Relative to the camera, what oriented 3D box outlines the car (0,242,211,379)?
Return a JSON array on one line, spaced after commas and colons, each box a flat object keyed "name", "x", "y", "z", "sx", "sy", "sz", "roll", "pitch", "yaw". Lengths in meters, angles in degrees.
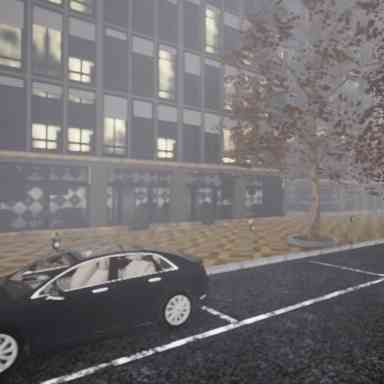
[{"name": "car", "x": -1.705, "y": 1.554, "z": 5.340, "sx": 4.403, "sy": 1.369, "sz": 2.008, "roll": 0, "pitch": 0, "yaw": -35}]
